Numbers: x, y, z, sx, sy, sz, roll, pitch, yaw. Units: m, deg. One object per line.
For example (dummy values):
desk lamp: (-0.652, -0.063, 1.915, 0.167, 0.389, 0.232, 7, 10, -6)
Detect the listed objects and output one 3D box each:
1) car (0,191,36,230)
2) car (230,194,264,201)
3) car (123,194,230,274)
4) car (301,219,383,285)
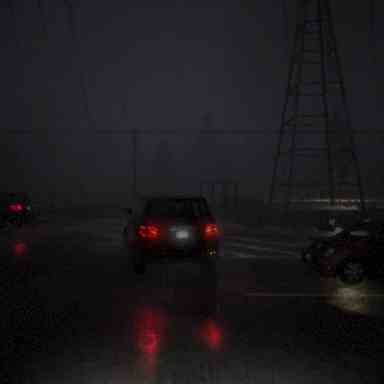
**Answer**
car: (-11.647, 0.984, 18.482, 5.566, 2.045, 2.150, 0, 1, 4)
car: (5.583, 1.000, 37.227, 5.008, 1.535, 1.882, 0, 1, 1)
car: (-0.853, 1.083, 10.412, 2.150, 2.045, 5.566, 0, 0, -14)
car: (4.896, 1.411, 8.479, 3.905, 1.438, 1.784, 0, 1, 0)
